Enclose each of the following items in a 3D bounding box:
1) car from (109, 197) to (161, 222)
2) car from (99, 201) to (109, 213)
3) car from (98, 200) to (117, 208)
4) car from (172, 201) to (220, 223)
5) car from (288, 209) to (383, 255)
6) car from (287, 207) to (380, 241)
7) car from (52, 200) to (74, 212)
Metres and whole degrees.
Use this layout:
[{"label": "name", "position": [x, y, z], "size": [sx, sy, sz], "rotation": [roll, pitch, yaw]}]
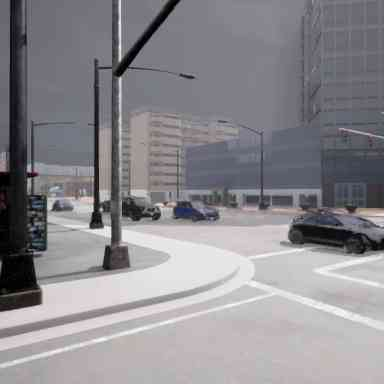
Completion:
[{"label": "car", "position": [-4.802, 1.447, 28.672], "size": [2.150, 2.045, 5.566], "rotation": [0, -1, -36]}, {"label": "car", "position": [-9.418, 1.975, 41.012], "size": [1.994, 1.385, 4.181], "rotation": [0, -1, -36]}, {"label": "car", "position": [-15.873, 2.281, 62.131], "size": [1.994, 1.385, 4.181], "rotation": [0, -1, -36]}, {"label": "car", "position": [0.255, 1.527, 27.663], "size": [2.097, 1.767, 4.553], "rotation": [0, -1, -36]}, {"label": "car", "position": [6.013, 1.603, 13.617], "size": [1.994, 1.385, 4.181], "rotation": [0, 0, -34]}, {"label": "car", "position": [7.456, 1.618, 17.862], "size": [1.994, 1.385, 4.181], "rotation": [0, 0, -37]}, {"label": "car", "position": [-18.534, 1.920, 47.732], "size": [2.097, 1.767, 4.553], "rotation": [0, -1, -36]}]
